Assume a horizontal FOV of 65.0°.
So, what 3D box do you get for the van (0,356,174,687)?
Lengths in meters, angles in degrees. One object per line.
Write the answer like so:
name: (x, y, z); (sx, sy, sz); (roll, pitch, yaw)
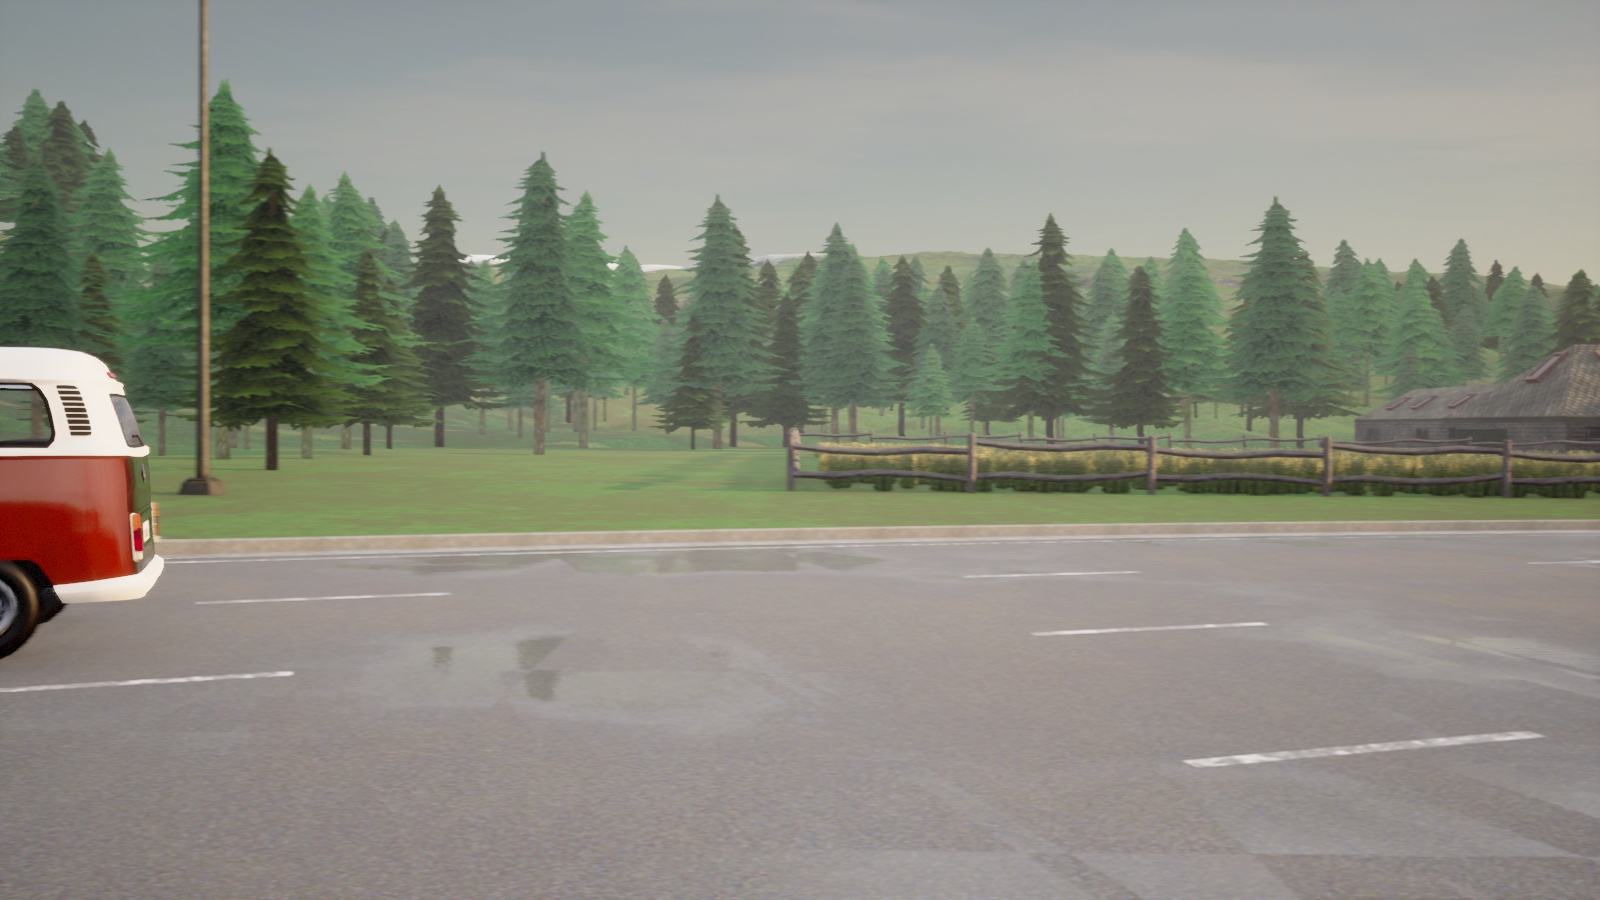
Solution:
van: (-6.641, 0.456, 8.122); (4.480, 2.038, 2.069); (-1, 1, -23)
